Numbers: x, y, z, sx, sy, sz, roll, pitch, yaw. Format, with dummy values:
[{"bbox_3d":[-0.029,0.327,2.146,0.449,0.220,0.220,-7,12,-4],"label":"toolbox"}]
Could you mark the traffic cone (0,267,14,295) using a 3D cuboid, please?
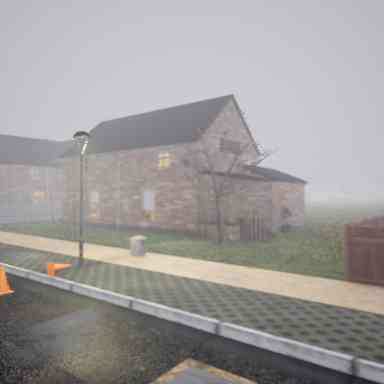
[{"bbox_3d":[-4.318,2.006,7.605,0.340,0.580,0.340,0,-1,36],"label":"traffic cone"}]
